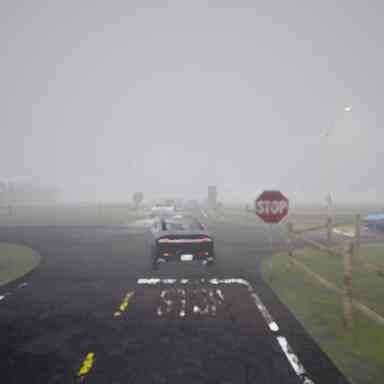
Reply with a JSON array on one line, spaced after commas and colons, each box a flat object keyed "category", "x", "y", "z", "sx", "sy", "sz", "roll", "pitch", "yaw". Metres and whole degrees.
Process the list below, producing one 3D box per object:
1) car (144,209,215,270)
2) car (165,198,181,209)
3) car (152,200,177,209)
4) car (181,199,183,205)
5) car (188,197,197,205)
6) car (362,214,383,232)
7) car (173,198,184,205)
[{"category": "car", "x": -0.552, "y": 1.539, "z": 11.299, "sx": 2.128, "sy": 1.511, "sz": 4.902, "roll": 0, "pitch": 0, "yaw": -10}, {"category": "car", "x": -2.835, "y": 1.650, "z": 42.693, "sx": 1.882, "sy": 1.535, "sz": 5.008, "roll": 0, "pitch": 0, "yaw": 0}, {"category": "car", "x": -2.875, "y": 1.735, "z": 33.210, "sx": 1.895, "sy": 1.301, "sz": 4.718, "roll": 0, "pitch": 0, "yaw": 1}, {"category": "car", "x": -2.817, "y": 1.775, "z": 52.500, "sx": 1.994, "sy": 1.385, "sz": 4.181, "roll": 0, "pitch": 0, "yaw": 1}, {"category": "car", "x": 0.085, "y": 1.740, "z": 65.515, "sx": 1.882, "sy": 1.535, "sz": 5.008, "roll": 0, "pitch": 0, "yaw": 0}, {"category": "car", "x": 12.984, "y": 1.674, "z": 20.123, "sx": 5.008, "sy": 1.535, "sz": 1.882, "roll": 0, "pitch": 0, "yaw": 0}, {"category": "car", "x": -2.738, "y": 1.828, "z": 66.362, "sx": 1.994, "sy": 1.385, "sz": 4.181, "roll": 0, "pitch": 0, "yaw": 0}]
